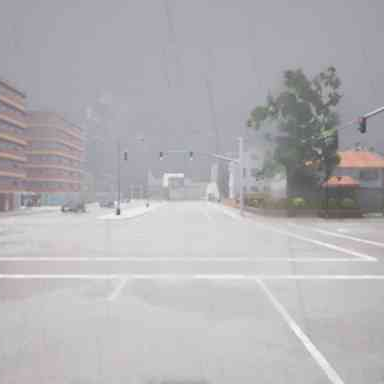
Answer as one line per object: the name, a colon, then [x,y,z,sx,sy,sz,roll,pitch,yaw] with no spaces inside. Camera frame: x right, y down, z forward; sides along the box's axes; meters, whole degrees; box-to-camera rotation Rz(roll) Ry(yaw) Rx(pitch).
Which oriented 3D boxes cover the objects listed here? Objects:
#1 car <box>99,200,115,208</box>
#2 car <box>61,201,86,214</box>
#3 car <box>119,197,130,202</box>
car: [-15.036,2.095,58.928,2.128,1.511,4.902,0,0,1]
car: [-15.082,1.926,42.465,2.128,1.511,4.902,0,0,0]
car: [-15.000,1.730,74.168,2.097,1.767,4.553,0,-1,0]
